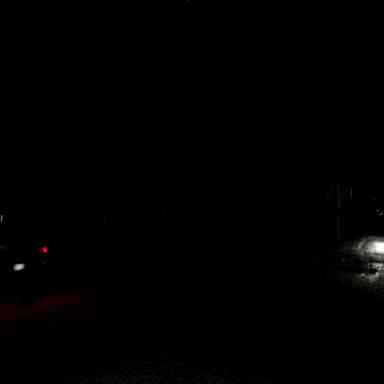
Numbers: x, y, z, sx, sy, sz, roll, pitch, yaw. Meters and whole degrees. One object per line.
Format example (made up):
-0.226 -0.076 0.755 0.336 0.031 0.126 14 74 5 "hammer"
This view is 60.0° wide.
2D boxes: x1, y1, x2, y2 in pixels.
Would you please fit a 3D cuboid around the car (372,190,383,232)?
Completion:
10.449 0.831 16.593 2.150 2.045 5.566 0 1 33 "car"

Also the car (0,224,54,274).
-6.167 1.560 9.300 4.718 1.301 1.895 0 0 30 "car"
